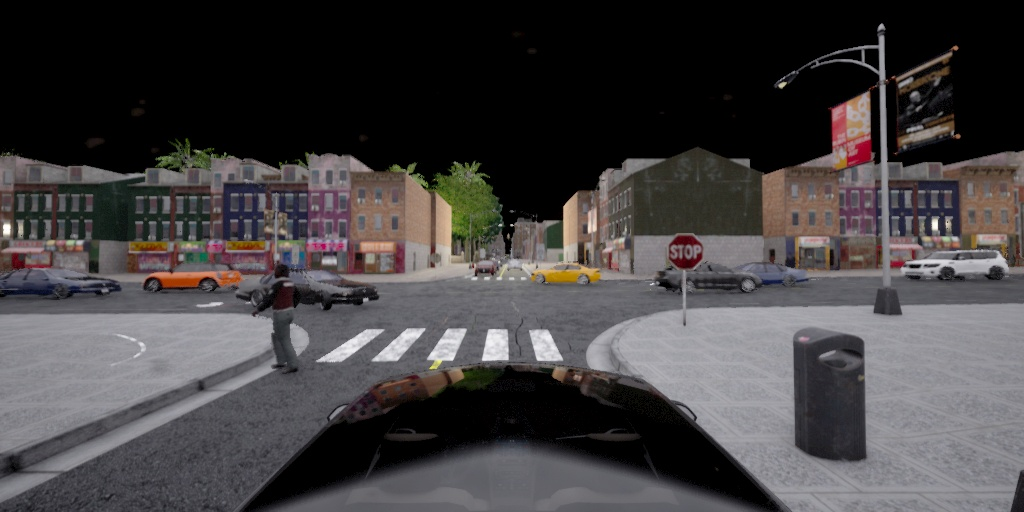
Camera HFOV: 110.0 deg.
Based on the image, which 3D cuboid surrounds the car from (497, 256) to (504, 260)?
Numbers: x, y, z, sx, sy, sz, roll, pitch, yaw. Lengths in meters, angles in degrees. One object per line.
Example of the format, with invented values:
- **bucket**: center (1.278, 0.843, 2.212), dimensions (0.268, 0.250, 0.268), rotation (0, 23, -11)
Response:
- **car**: center (-2.556, 1.202, 58.661), dimensions (1.994, 1.385, 4.181), rotation (0, 0, 0)

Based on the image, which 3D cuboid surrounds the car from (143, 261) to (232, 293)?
- **car**: center (-18.509, 1.183, 20.906), dimensions (4.553, 1.767, 2.097), rotation (0, -1, -1)

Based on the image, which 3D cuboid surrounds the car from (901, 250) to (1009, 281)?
- **car**: center (30.296, 0.642, 24.617), dimensions (5.566, 2.045, 2.150), rotation (-1, -1, 0)

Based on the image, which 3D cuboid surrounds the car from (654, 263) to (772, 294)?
- **car**: center (9.606, 1.058, 17.720), dimensions (4.892, 1.490, 1.837), rotation (-1, -1, -1)

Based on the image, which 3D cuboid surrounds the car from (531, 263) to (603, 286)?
- **car**: center (3.845, 1.253, 25.488), dimensions (5.008, 1.535, 1.882), rotation (-1, -1, 22)

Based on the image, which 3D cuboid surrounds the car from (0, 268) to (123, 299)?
- **car**: center (-22.458, 1.298, 17.414), dimensions (5.357, 1.411, 2.033), rotation (0, -1, -1)

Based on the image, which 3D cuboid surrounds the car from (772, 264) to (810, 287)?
- **car**: center (14.377, 1.113, 21.211), dimensions (5.357, 1.411, 2.033), rotation (-1, -1, -1)

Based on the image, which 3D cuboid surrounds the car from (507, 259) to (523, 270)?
- **car**: center (0.369, 1.186, 48.713), dimensions (1.812, 1.442, 4.674), rotation (0, 0, 0)

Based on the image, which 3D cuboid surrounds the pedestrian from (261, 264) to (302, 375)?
- **pedestrian**: center (-3.922, 1.037, 6.124), dimensions (0.375, 1.860, 0.375), rotation (1, -1, 0)

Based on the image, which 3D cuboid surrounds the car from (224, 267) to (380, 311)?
- **car**: center (-7.684, 1.192, 13.427), dimensions (5.357, 1.411, 2.033), rotation (-1, -1, 17)

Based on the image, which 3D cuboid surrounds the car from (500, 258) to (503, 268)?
- **car**: center (-2.569, 1.265, 46.693), dimensions (1.895, 1.301, 4.718), rotation (0, 0, 0)

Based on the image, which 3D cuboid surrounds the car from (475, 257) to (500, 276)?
- **car**: center (-2.610, 1.164, 36.642), dimensions (1.882, 1.535, 5.008), rotation (0, 0, 2)
